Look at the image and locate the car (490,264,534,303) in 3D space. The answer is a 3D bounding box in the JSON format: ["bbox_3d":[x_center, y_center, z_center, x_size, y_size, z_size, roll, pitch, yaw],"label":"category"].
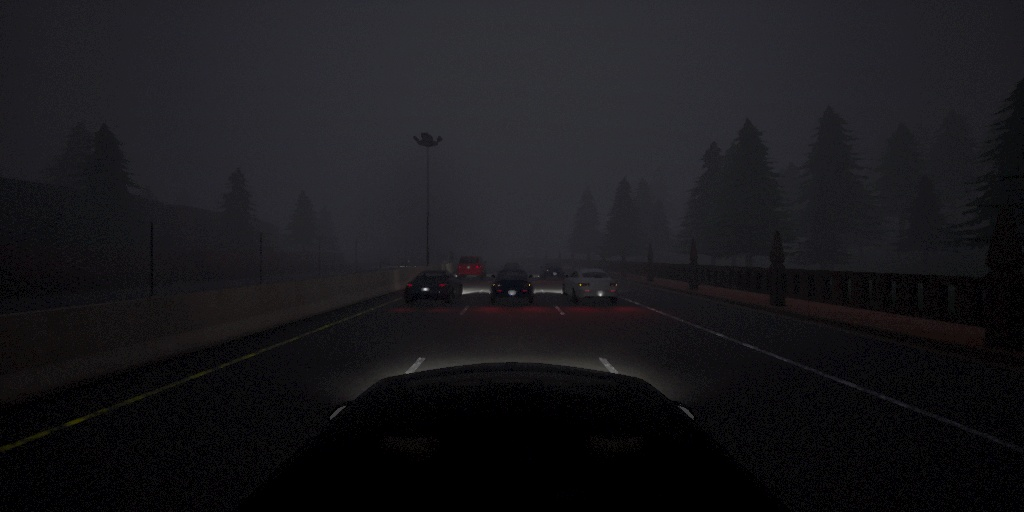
[{"bbox_3d":[0.000,1.283,16.500,1.812,1.442,4.674,0,0,0],"label":"car"}]

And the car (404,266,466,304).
[{"bbox_3d":[-3.500,1.322,16.500,1.994,1.385,4.181,0,0,0],"label":"car"}]

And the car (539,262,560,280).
[{"bbox_3d":[3.500,1.283,31.500,1.812,1.442,4.674,0,0,0],"label":"car"}]

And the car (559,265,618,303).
[{"bbox_3d":[3.500,1.283,16.500,1.812,1.442,4.674,0,0,0],"label":"car"}]

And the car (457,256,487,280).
[{"bbox_3d":[-3.500,1.008,31.530,2.150,2.045,5.566,0,0,0],"label":"car"}]

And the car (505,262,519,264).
[{"bbox_3d":[0.000,1.283,31.500,1.812,1.442,4.674,0,0,0],"label":"car"}]
